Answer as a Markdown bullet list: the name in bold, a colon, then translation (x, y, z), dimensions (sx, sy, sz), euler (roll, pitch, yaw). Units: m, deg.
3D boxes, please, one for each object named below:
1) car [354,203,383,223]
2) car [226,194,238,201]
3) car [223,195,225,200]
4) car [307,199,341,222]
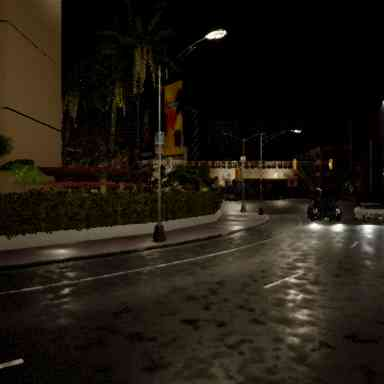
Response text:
- **car**: translation (13.794, 1.558, 25.592), dimensions (1.812, 1.442, 4.674), euler (0, 0, 14)
- **car**: translation (9.683, 1.475, 78.953), dimensions (2.097, 1.535, 5.008), euler (0, 0, 1)
- **car**: translation (9.704, 1.349, 85.380), dimensions (2.185, 1.767, 4.553), euler (0, 0, 1)
- **car**: translation (10.404, 1.402, 26.465), dimensions (2.097, 1.767, 4.553), euler (0, 0, 14)
